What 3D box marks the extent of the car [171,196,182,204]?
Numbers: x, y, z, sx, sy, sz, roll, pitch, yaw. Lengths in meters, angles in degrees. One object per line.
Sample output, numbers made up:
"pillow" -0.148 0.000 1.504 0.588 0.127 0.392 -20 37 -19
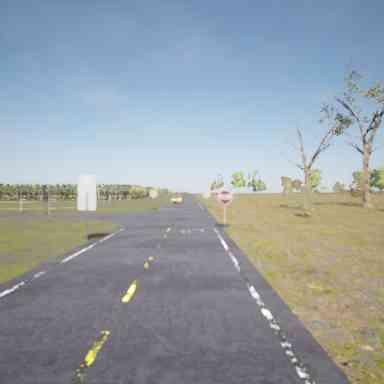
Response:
"car" -2.746 1.378 59.300 1.882 1.535 5.008 0 2 0
